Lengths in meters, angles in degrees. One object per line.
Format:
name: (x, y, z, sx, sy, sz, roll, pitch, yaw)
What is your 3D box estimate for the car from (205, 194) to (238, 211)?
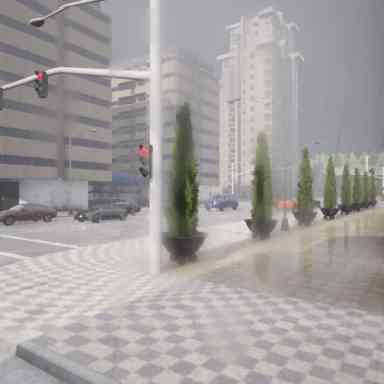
car: (3.807, 1.277, 41.768, 2.150, 2.045, 5.566, 0, 0, 35)

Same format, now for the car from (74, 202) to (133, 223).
car: (-7.043, 1.619, 26.064, 1.994, 1.385, 4.181, 0, 0, 35)

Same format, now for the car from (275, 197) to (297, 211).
car: (12.271, 1.407, 41.388, 2.097, 1.767, 4.553, 0, 0, 35)

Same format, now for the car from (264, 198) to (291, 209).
car: (12.271, 1.603, 47.557, 2.033, 1.411, 5.357, 0, 0, 35)

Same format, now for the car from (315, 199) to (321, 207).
car: (17.528, 1.533, 49.046, 1.882, 1.535, 5.008, 0, 0, 35)

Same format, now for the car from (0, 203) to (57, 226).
car: (-12.313, 1.581, 24.550, 1.812, 1.442, 4.674, 0, 0, 35)

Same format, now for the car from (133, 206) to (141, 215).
car: (-7.164, 1.656, 32.052, 1.895, 1.301, 4.718, 0, 0, 35)

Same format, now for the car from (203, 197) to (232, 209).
car: (3.720, 1.560, 47.775, 1.837, 1.490, 4.892, 0, 0, 35)
